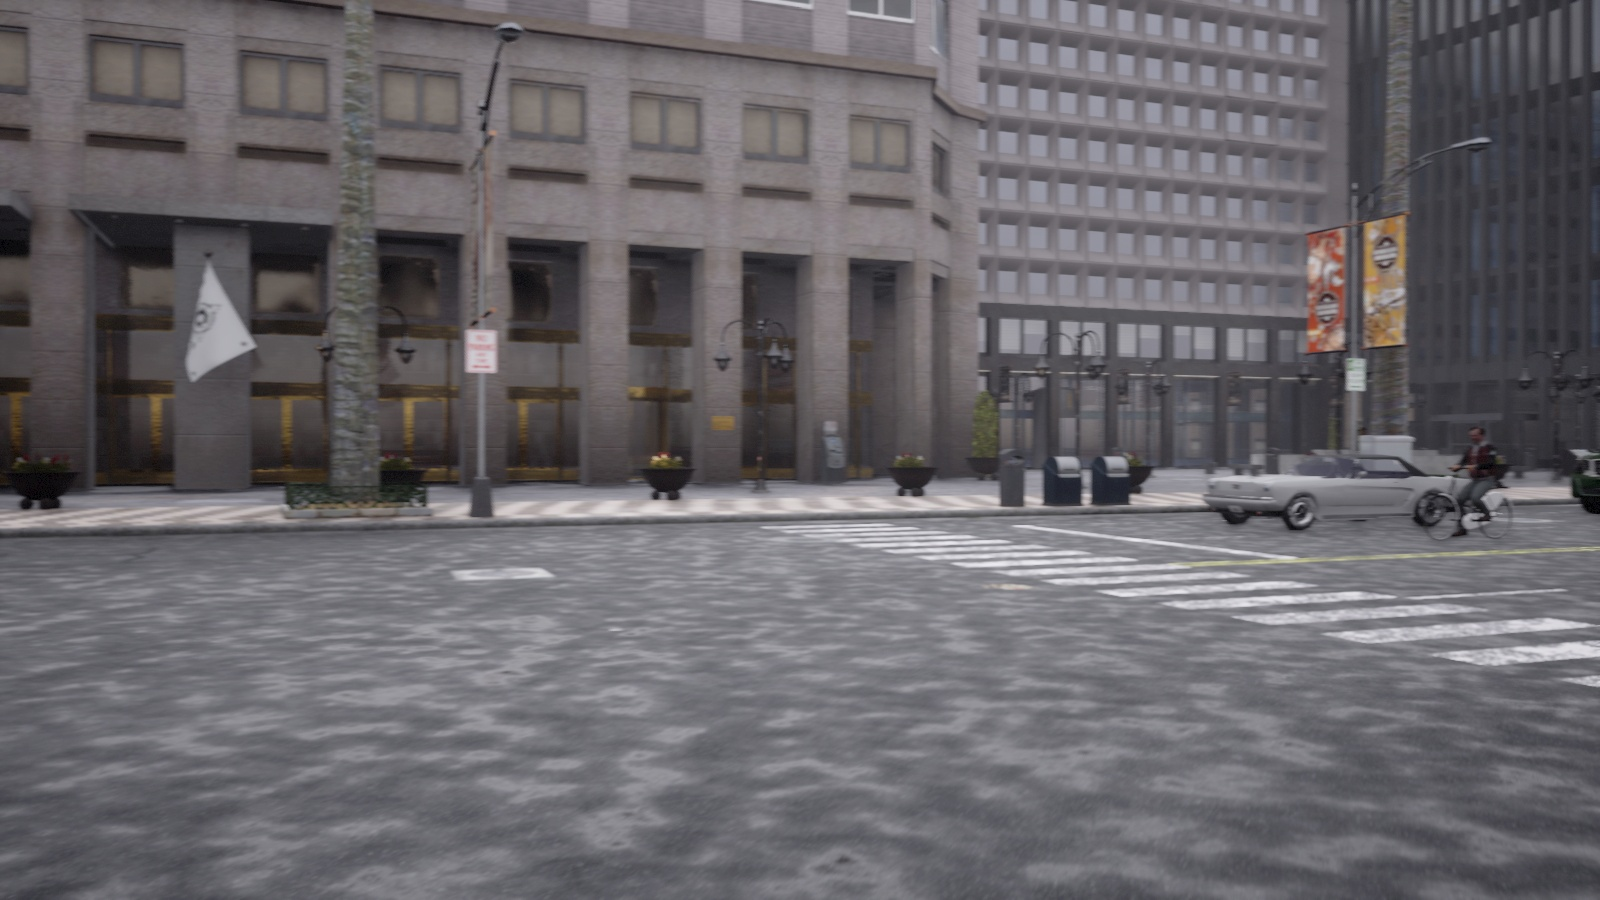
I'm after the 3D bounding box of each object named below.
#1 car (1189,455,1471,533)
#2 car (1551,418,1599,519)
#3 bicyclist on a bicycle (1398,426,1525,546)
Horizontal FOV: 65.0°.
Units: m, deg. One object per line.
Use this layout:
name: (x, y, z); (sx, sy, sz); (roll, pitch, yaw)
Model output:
car: (9.655, 0.746, 22.884); (4.718, 1.301, 1.895); (0, 0, -20)
car: (18.769, 0.377, 26.392); (5.566, 2.045, 2.150); (0, 0, -21)
bicyclist on a bicycle: (10.202, 0.539, 19.361); (1.843, 1.776, 0.659); (0, 0, -21)
